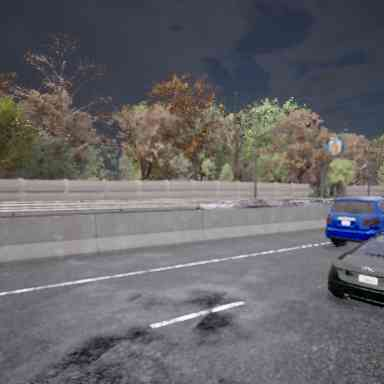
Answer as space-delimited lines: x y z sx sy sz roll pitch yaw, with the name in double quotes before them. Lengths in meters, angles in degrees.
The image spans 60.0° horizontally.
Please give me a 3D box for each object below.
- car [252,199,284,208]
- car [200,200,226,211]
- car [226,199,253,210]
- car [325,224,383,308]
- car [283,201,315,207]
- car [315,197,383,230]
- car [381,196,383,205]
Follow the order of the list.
"car" 8.607 1.534 31.634 5.357 1.411 2.033 0 0 -35
"car" 3.216 1.588 36.387 4.718 1.301 1.895 0 0 -35
"car" 6.241 1.492 34.243 4.892 1.490 1.837 0 0 -35
"car" 4.827 1.559 7.193 4.181 1.385 1.994 0 0 -36
"car" 10.681 1.535 28.816 5.357 1.411 2.033 0 0 -35
"car" 7.749 1.214 13.578 5.566 2.045 2.150 0 0 -36
"car" 36.134 1.467 59.761 4.892 1.490 1.837 0 0 -36
